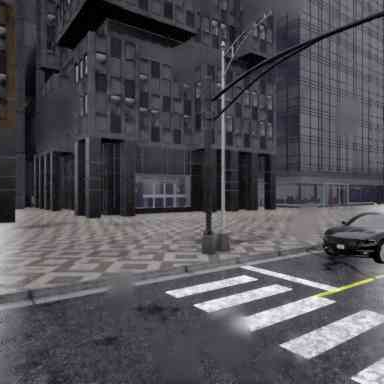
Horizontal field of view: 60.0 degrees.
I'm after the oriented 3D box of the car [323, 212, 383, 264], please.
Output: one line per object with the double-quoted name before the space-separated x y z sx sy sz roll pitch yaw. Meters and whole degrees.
"car" 6.754 1.467 12.029 5.008 1.535 1.882 0 0 -36
